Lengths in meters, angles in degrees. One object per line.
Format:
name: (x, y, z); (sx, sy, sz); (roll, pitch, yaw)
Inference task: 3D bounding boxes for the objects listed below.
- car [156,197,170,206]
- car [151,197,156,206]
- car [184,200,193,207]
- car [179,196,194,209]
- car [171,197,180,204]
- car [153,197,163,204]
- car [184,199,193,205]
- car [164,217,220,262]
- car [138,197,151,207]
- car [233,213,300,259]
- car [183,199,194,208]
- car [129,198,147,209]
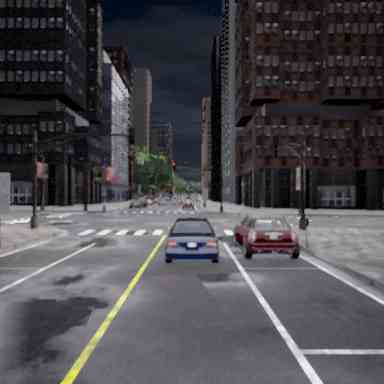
car: (-6.494, 2.338, 73.565); (1.895, 1.301, 4.718); (0, -1, 0)
car: (-9.240, 2.233, 70.602); (1.752, 1.417, 4.829); (0, -1, 0)
car: (-0.681, 2.229, 65.395); (1.802, 1.307, 4.206); (0, -1, 0)
car: (-0.612, 1.961, 54.548); (1.967, 1.590, 4.097); (0, -1, 0)
car: (-3.543, 2.426, 81.141); (1.895, 1.301, 4.718); (0, -1, 0)
car: (-9.382, 2.285, 92.476); (2.192, 1.841, 5.009); (0, -1, 0)
car: (-0.751, 2.319, 76.245); (1.887, 1.381, 4.507); (0, -1, 0)
car: (0.008, 1.666, 12.535); (2.033, 1.411, 5.357); (0, -1, 0)
car: (-9.172, 1.898, 59.923); (2.192, 1.841, 5.009); (0, -1, 0)
car: (2.758, 1.565, 13.157); (1.967, 1.590, 4.097); (0, -1, 0)
car: (-0.647, 2.024, 59.973); (1.967, 1.590, 4.097); (0, -1, 0)
car: (-9.136, 2.086, 54.495); (1.947, 1.339, 4.313); (0, -1, 0)
